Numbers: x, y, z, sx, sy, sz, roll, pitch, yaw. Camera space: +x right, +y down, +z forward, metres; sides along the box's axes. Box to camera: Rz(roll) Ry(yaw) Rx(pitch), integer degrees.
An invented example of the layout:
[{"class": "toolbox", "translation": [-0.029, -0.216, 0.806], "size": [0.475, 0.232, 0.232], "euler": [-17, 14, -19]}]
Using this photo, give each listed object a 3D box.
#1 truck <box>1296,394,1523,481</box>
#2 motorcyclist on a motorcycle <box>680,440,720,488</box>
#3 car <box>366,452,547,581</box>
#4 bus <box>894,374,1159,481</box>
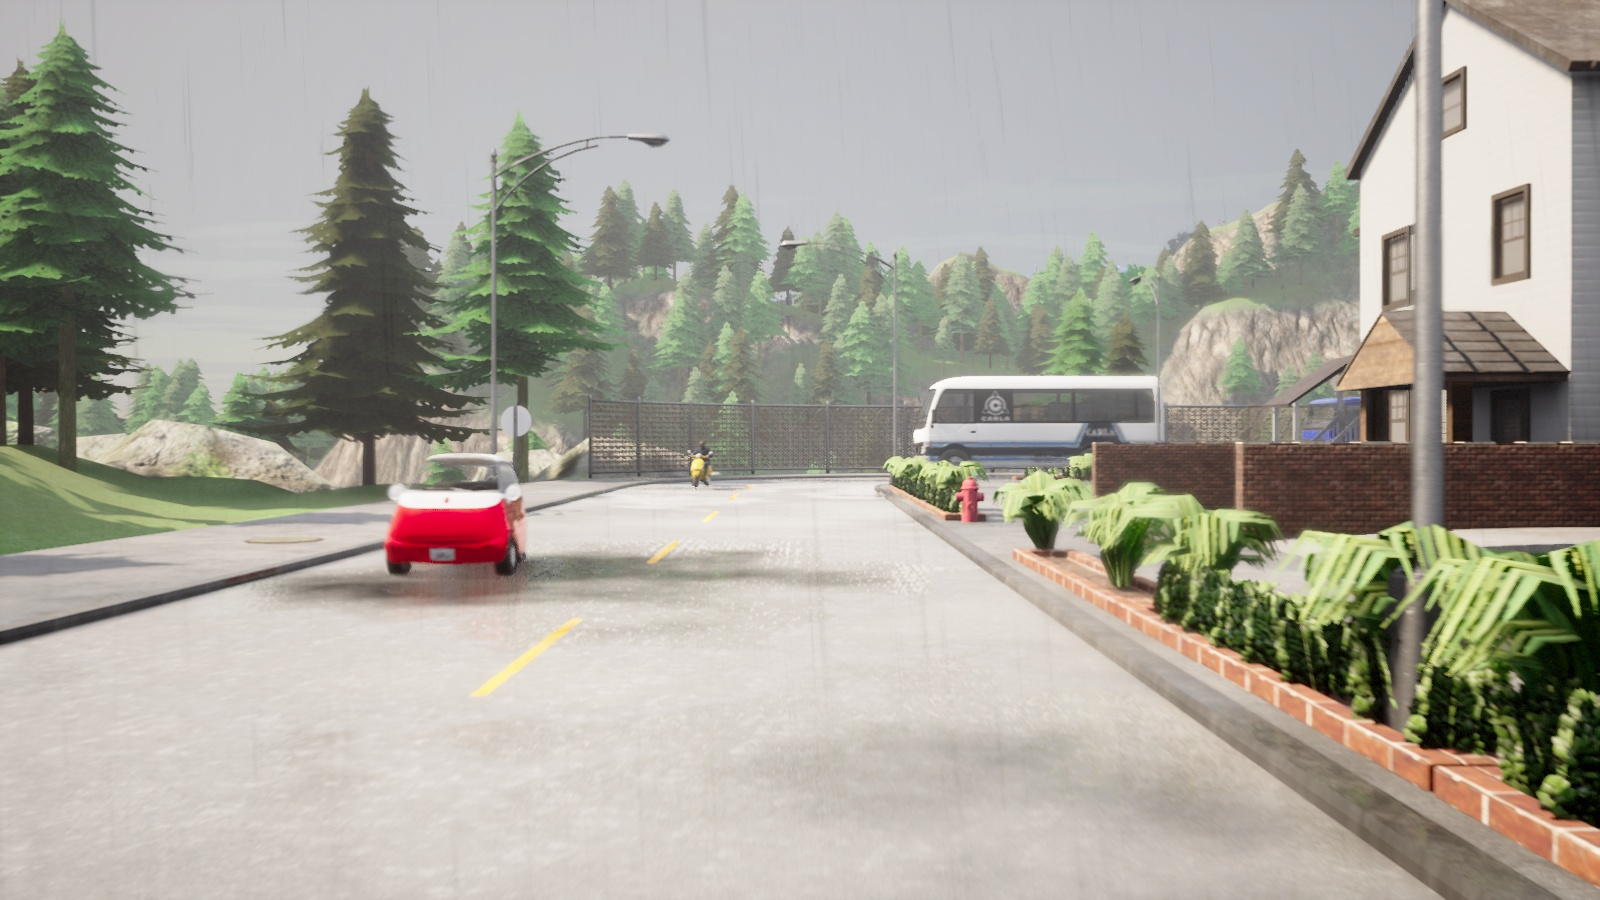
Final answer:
[{"class": "truck", "translation": [25.087, -0.508, 51.963], "size": [7.936, 3.462, 2.891], "euler": [0, 0, 0]}, {"class": "motorcyclist on a motorcycle", "translation": [-3.379, 0.459, 42.595], "size": [0.866, 1.590, 1.817], "euler": [1, 1, 11]}, {"class": "car", "translation": [-3.902, 0.715, 14.554], "size": [1.481, 1.376, 2.207], "euler": [0, 0, 0]}, {"class": "bus", "translation": [9.183, -0.915, 52.028], "size": [10.273, 4.253, 3.944], "euler": [0, 0, 0]}]
